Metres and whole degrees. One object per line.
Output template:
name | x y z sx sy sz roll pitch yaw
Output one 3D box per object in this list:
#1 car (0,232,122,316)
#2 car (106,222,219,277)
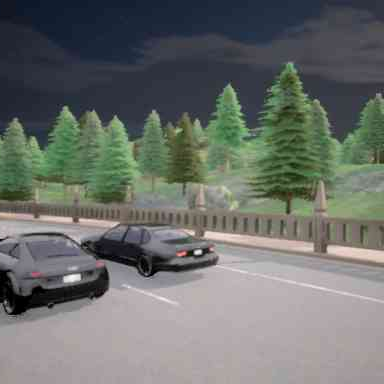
car | -3.733 1.633 7.818 4.181 1.385 1.994 0 -1 45
car | -1.649 1.683 10.758 5.357 1.411 2.033 0 -1 44
